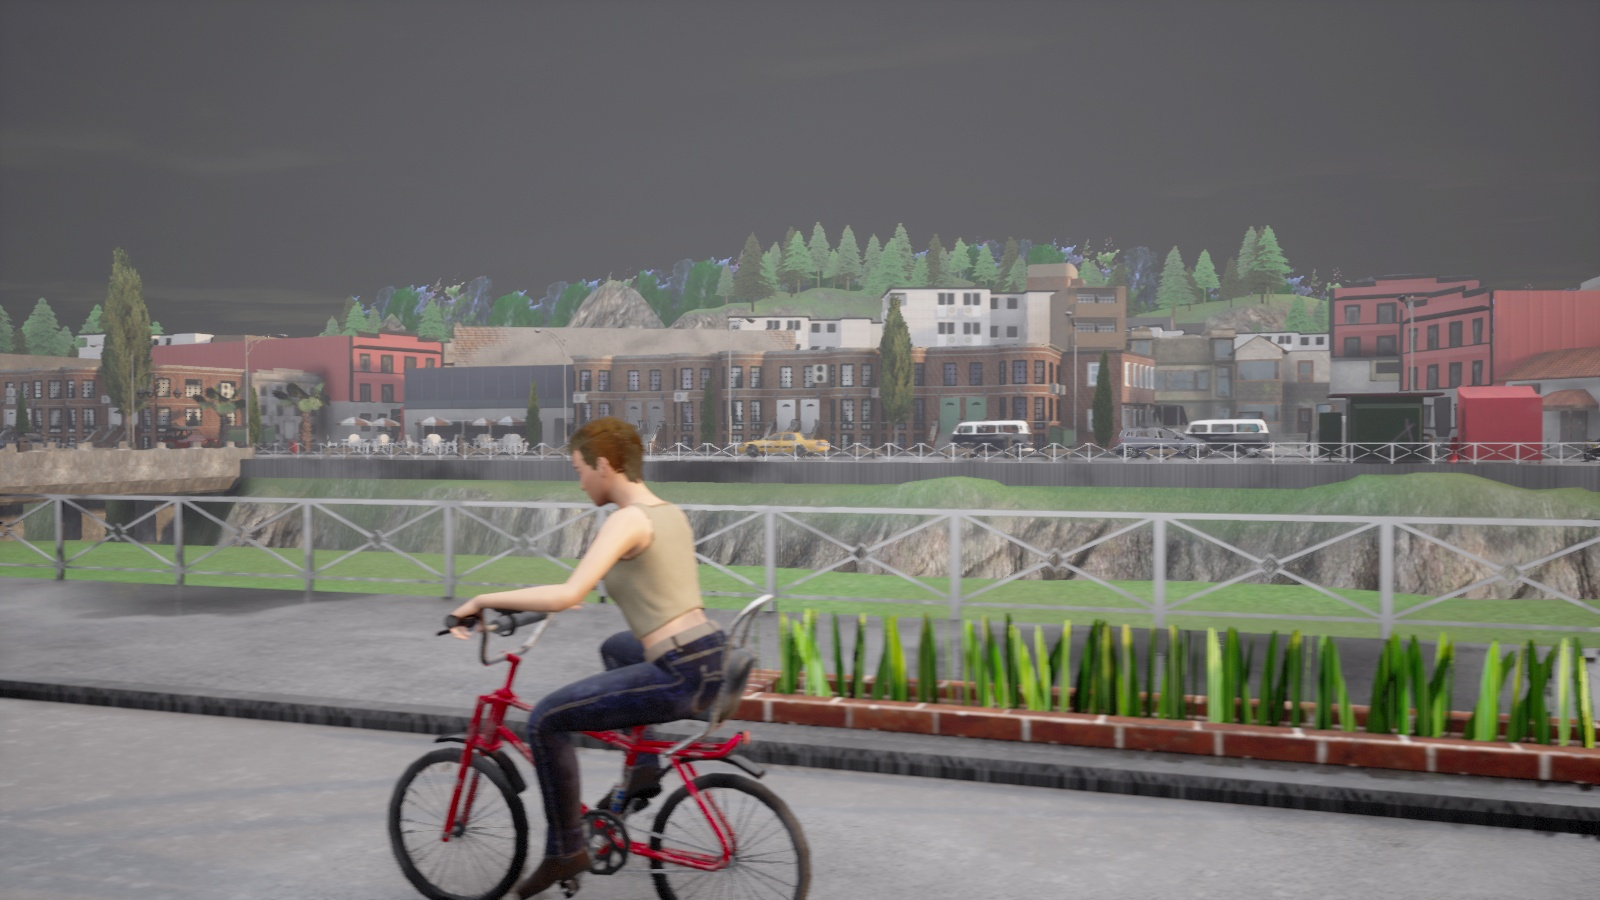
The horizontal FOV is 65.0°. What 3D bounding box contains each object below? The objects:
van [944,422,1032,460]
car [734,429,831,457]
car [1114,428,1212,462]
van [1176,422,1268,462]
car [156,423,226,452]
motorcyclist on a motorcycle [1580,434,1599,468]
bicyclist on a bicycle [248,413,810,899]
[{"bbox_3d":[10.413,-0.524,69.521,4.480,2.038,2.069,1,1,19],"label":"van"},{"bbox_3d":[-1.002,-0.413,73.361,5.366,1.575,1.801,1,1,19],"label":"car"},{"bbox_3d":[18.140,-0.265,62.708,4.611,1.667,2.242,1,1,19],"label":"car"},{"bbox_3d":[22.039,-0.418,65.614,4.480,2.038,2.069,1,1,19],"label":"van"},{"bbox_3d":[-39.839,-0.844,82.190,3.866,1.878,1.905,1,1,19],"label":"car"},{"bbox_3d":[36.439,0.040,56.560,2.044,1.523,0.797,1,1,19],"label":"motorcyclist on a motorcycle"},{"bbox_3d":[-0.823,0.696,3.990,1.509,1.612,0.866,1,1,19],"label":"bicyclist on a bicycle"}]
